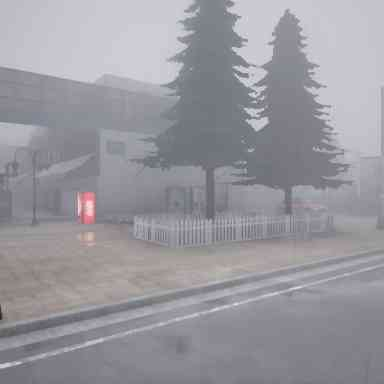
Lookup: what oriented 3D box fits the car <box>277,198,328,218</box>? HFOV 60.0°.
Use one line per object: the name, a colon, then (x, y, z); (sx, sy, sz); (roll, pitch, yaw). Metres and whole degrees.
car: (9.958, 1.337, 30.129); (2.097, 1.767, 4.553); (0, 0, -34)
